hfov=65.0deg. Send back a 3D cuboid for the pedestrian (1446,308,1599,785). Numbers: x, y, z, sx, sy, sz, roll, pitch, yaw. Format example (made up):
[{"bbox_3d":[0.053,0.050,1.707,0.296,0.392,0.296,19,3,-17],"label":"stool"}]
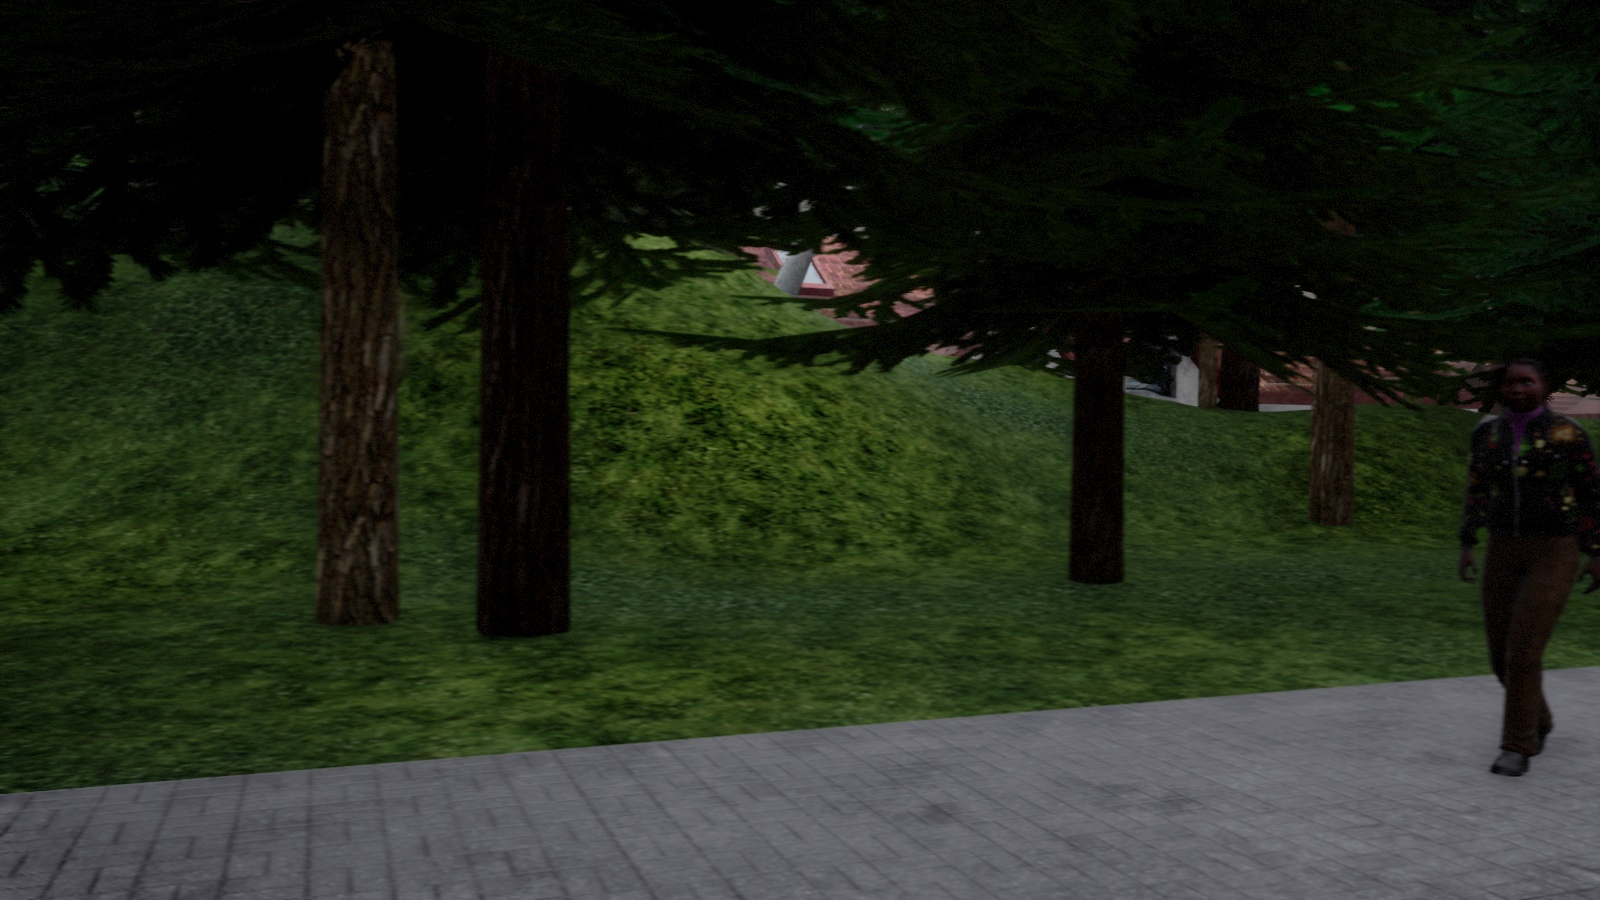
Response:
[{"bbox_3d":[3.166,0.385,5.438,0.692,1.930,0.395,-1,1,-38],"label":"pedestrian"}]
